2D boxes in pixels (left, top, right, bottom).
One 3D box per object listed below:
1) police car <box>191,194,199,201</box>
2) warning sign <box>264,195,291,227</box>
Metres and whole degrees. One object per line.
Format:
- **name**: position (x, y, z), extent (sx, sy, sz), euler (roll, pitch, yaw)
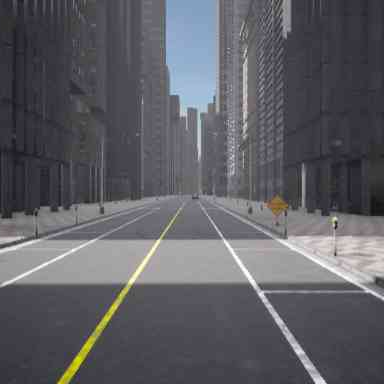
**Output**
- **police car**: position (0.900, 1.513, 89.859), extent (1.930, 1.638, 5.238), euler (0, 0, 0)
- **warning sign**: position (5.066, 1.104, 19.750), extent (1.300, 1.860, 1.060), euler (0, 0, 0)
